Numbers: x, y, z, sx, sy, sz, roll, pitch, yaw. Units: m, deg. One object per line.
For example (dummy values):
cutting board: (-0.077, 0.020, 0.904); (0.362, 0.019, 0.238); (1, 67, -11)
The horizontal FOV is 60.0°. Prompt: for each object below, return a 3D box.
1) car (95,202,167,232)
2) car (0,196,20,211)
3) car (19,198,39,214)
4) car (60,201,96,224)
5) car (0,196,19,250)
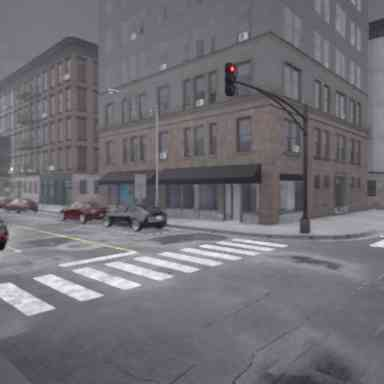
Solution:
car: (-3.180, 1.334, 18.372); (4.313, 1.339, 1.947); (1, 1, 43)
car: (-19.174, 1.116, 33.541); (4.507, 1.381, 1.887); (1, 1, 43)
car: (-15.176, 1.203, 29.749); (4.206, 1.307, 1.802); (1, 1, 43)
car: (-7.178, 1.264, 22.164); (4.507, 1.381, 1.887); (1, 1, 43)
car: (-8.702, 1.177, 12.546); (5.009, 1.841, 2.192); (1, 1, 43)
